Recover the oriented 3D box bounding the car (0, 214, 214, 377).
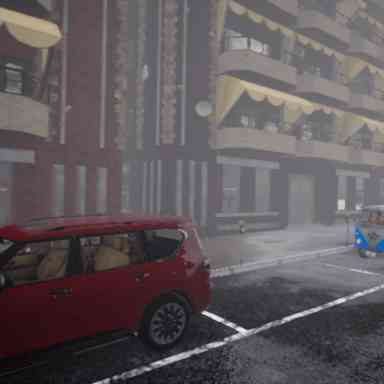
[{"bbox_3d":[-1.965,1.314,4.668,5.009,1.841,2.192,0,2,-36],"label":"car"}]

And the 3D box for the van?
[{"bbox_3d":[7.028,1.319,11.103,3.998,1.788,1.690,0,2,-36],"label":"van"}]
